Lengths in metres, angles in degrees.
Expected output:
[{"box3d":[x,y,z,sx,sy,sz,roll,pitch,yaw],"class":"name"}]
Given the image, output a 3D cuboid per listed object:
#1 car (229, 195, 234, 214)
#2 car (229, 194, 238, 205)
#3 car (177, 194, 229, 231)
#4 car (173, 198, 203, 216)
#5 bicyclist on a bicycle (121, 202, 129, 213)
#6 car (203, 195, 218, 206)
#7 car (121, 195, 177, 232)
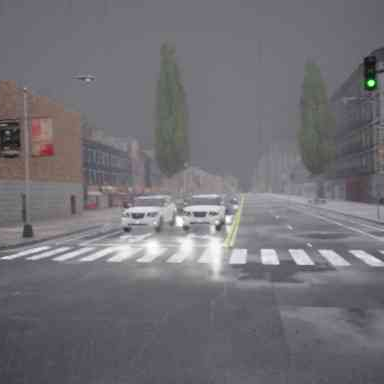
[{"box3d":[2.874,1.392,33.019,1.837,1.490,4.892,-1,0,9],"class":"car"},{"box3d":[6.220,1.142,53.307,2.097,1.767,4.553,-1,0,9],"class":"car"},{"box3d":[0.849,1.167,20.541,2.150,2.045,5.566,-1,0,9],"class":"car"},{"box3d":[-0.305,1.443,33.728,2.128,1.511,4.902,-1,0,9],"class":"car"},{"box3d":[-4.755,1.509,23.964,0.582,1.620,1.656,-1,0,11],"class":"bicyclist on a bicycle"},{"box3d":[2.988,1.339,53.664,1.882,1.535,5.008,-1,0,9],"class":"car"},{"box3d":[-2.458,1.235,20.459,2.150,2.045,5.566,-1,0,10],"class":"car"}]
